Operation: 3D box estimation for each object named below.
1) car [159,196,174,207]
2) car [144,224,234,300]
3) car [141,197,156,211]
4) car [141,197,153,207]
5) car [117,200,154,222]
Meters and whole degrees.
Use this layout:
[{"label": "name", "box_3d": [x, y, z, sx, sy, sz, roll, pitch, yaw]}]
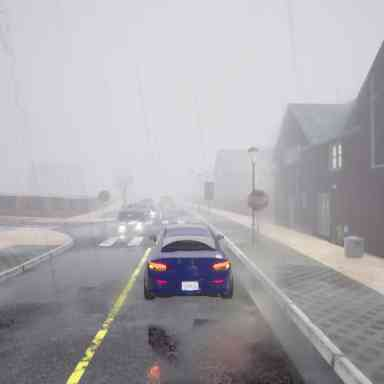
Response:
[{"label": "car", "box_3d": [-3.954, 1.358, 51.123, 2.097, 1.767, 4.553, 0, 0, -8]}, {"label": "car", "box_3d": [-0.125, 1.527, 8.289, 1.812, 1.442, 4.674, 0, 0, -2]}, {"label": "car", "box_3d": [-5.399, 1.528, 39.889, 1.812, 1.442, 4.674, 0, 0, -7]}, {"label": "car", "box_3d": [-7.174, 1.525, 52.938, 1.812, 1.442, 4.674, 0, 0, -9]}, {"label": "car", "box_3d": [-4.560, 1.566, 26.553, 1.994, 1.385, 4.181, 0, 0, 1]}]
